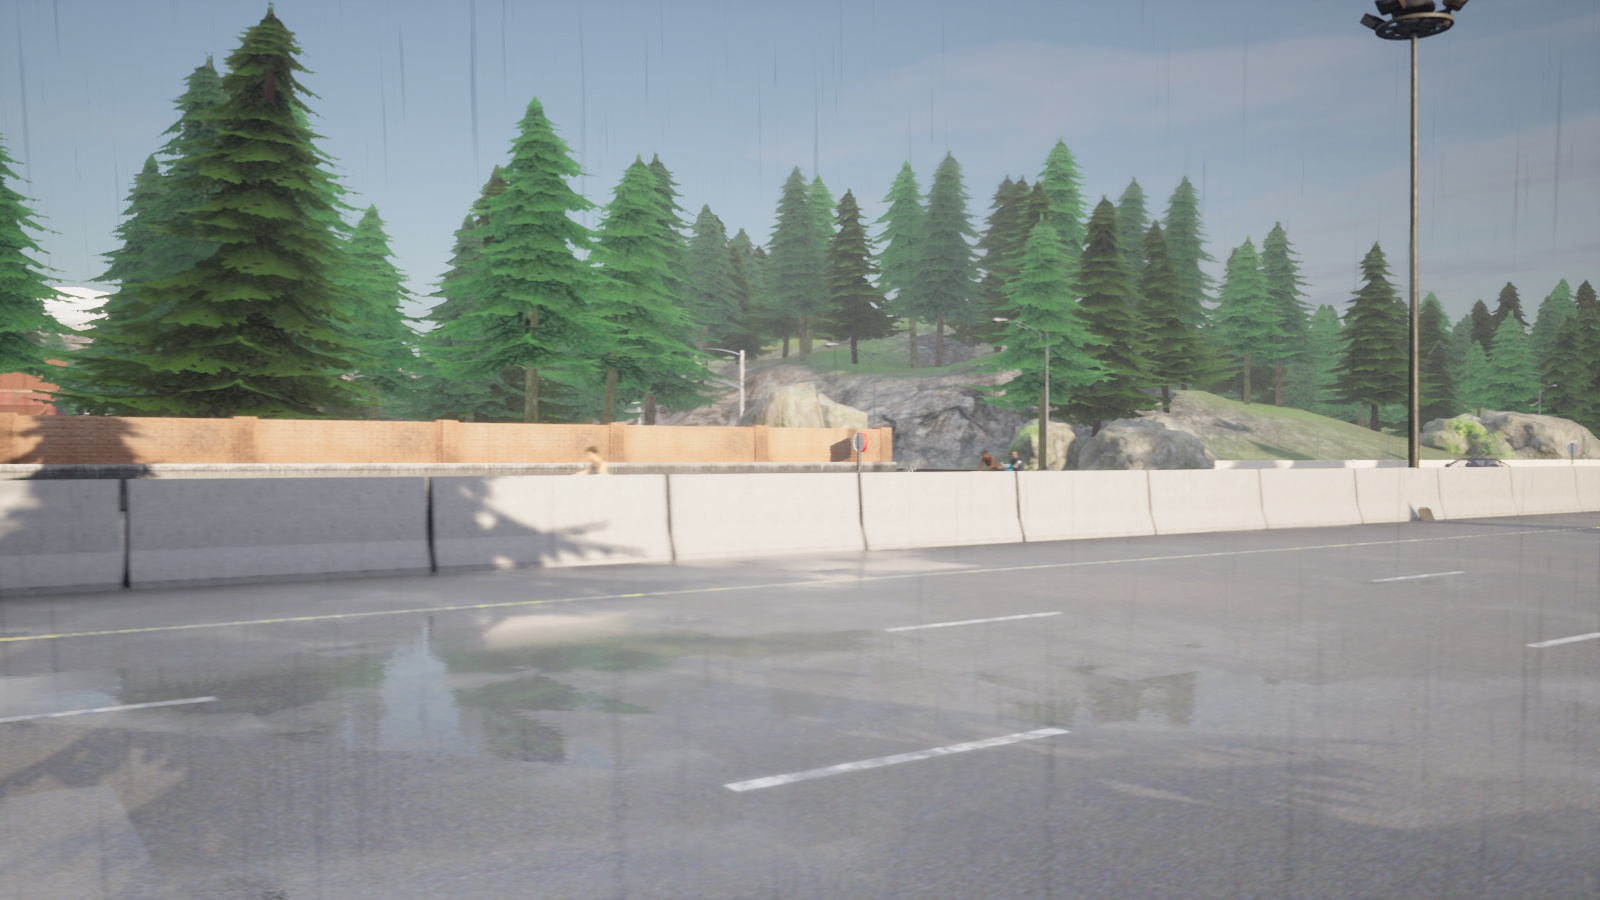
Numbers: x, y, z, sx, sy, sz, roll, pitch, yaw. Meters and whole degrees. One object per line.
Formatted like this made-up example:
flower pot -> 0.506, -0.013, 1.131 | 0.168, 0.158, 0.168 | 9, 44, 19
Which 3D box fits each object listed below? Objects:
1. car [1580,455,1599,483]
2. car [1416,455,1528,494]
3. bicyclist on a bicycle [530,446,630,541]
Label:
car -> 40.398, 0.911, 61.650 | 4.718, 1.301, 1.895 | 0, 0, -35
car -> 24.983, 0.870, 46.649 | 4.181, 1.385, 1.994 | 0, 0, -35
bicyclist on a bicycle -> -3.898, 0.744, 22.265 | 1.509, 1.612, 0.866 | 0, 0, -35
